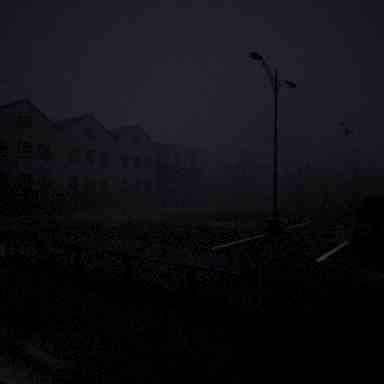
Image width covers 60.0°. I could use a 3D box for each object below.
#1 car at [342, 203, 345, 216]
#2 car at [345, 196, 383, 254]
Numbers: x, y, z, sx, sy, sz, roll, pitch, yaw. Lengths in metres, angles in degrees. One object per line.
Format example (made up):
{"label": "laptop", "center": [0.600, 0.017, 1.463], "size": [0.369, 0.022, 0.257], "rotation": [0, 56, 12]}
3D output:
{"label": "car", "center": [13.941, 1.265, 27.869], "size": [2.007, 1.523, 4.514], "rotation": [0, 0, 35]}
{"label": "car", "center": [6.630, 1.070, 11.148], "size": [1.905, 1.878, 3.866], "rotation": [0, 0, 35]}
